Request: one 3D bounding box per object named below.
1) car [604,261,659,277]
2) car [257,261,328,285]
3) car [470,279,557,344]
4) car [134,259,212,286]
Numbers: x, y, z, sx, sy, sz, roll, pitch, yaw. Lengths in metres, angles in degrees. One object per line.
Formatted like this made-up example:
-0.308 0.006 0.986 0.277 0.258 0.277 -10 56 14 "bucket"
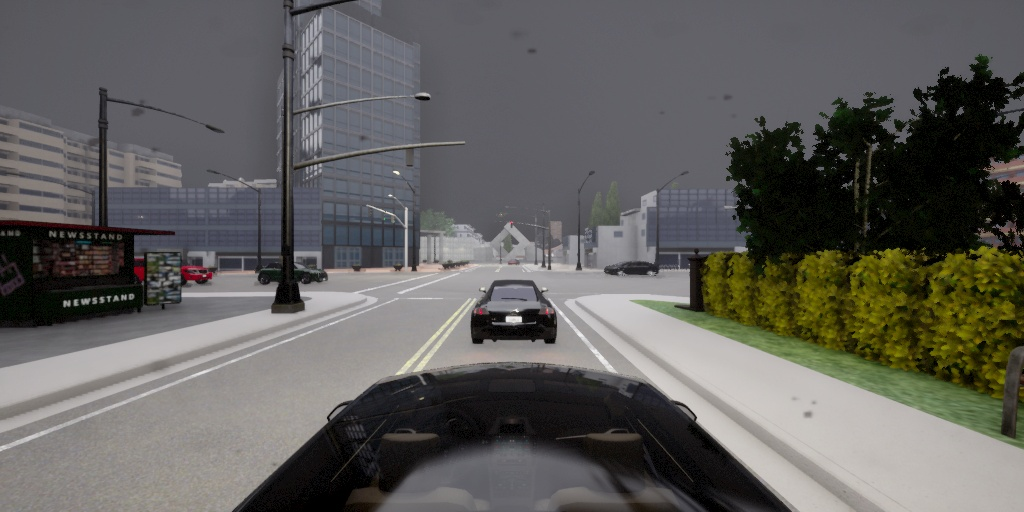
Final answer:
11.565 1.252 34.465 4.892 1.490 1.837 0 0 -5 "car"
-16.499 1.210 27.193 4.553 1.767 2.097 -1 0 -1 "car"
0.044 1.314 9.610 1.994 1.385 4.181 0 0 0 "car"
-26.016 1.190 27.075 5.566 2.045 2.150 -1 0 -1 "car"
